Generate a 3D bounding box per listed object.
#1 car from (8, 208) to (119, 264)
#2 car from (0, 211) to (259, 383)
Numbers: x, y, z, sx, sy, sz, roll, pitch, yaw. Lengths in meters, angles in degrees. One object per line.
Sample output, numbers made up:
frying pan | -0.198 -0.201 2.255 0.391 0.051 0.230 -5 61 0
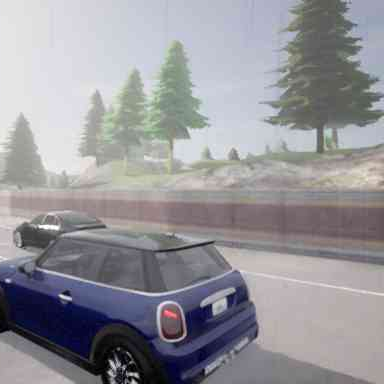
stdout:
car | -5.036 1.483 12.646 4.892 1.490 1.837 0 0 41
car | -1.367 1.346 5.160 4.553 1.767 2.097 0 0 37
